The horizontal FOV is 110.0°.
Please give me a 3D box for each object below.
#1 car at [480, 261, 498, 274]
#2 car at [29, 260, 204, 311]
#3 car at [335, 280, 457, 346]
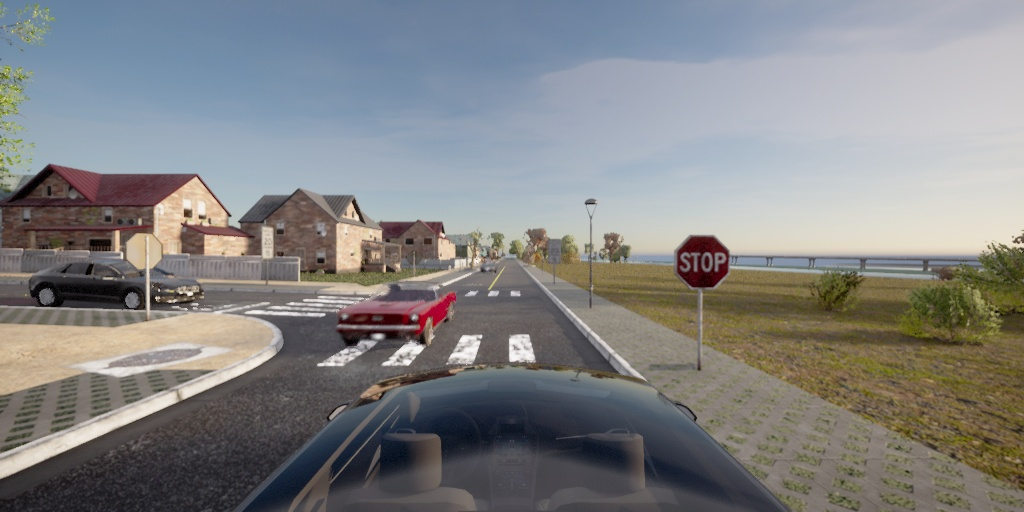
[{"bbox_3d":[-2.764,1.321,43.033,2.128,1.511,4.902,0,0,0],"label":"car"},{"bbox_3d":[-13.161,0.919,12.091,4.892,1.490,1.837,2,0,3],"label":"car"},{"bbox_3d":[-2.746,1.345,9.551,1.895,1.301,4.718,1,0,0],"label":"car"}]
